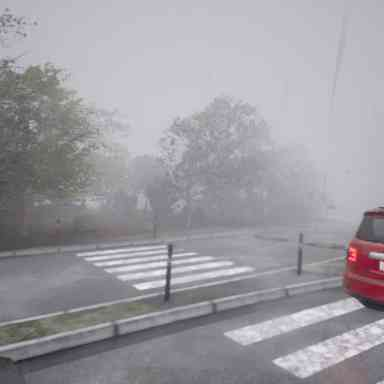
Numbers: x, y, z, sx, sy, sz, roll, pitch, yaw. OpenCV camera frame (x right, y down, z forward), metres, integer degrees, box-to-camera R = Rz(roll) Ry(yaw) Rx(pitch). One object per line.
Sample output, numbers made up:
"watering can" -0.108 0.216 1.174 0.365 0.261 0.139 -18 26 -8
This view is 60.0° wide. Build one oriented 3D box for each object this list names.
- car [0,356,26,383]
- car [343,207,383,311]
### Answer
"car" -3.333 1.531 1.029 5.357 1.411 2.033 0 0 -35
"car" 5.418 1.287 6.473 5.566 2.045 2.150 1 -1 -29
